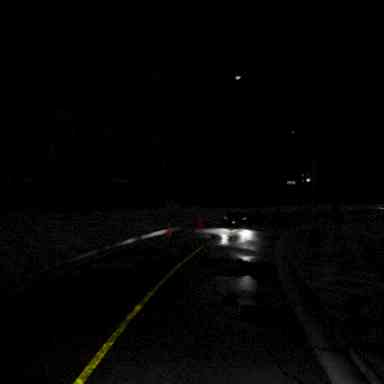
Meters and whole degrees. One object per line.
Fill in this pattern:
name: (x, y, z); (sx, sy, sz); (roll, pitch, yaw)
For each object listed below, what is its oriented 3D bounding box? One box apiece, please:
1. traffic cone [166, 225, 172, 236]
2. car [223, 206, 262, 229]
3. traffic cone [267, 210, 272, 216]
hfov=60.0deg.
traffic cone: (-1.268, 2.074, 17.883); (0.340, 0.580, 0.340); (0, 0, 18)
car: (3.710, 1.726, 23.852); (1.812, 1.442, 4.674); (0, 0, 26)
traffic cone: (8.465, 2.276, 36.294); (0.340, 0.580, 0.340); (0, 0, 38)
